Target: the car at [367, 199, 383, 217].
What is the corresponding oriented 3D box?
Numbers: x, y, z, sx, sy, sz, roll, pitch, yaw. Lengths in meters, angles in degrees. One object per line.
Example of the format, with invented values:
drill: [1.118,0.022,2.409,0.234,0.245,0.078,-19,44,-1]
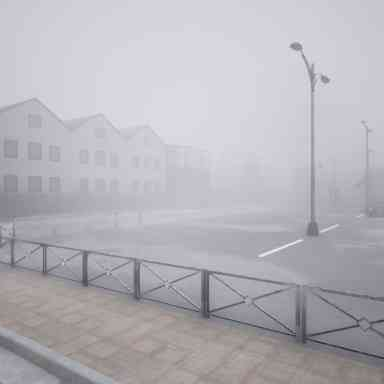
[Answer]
car: [15.407,1.298,26.815,2.007,1.523,4.514,0,0,35]
